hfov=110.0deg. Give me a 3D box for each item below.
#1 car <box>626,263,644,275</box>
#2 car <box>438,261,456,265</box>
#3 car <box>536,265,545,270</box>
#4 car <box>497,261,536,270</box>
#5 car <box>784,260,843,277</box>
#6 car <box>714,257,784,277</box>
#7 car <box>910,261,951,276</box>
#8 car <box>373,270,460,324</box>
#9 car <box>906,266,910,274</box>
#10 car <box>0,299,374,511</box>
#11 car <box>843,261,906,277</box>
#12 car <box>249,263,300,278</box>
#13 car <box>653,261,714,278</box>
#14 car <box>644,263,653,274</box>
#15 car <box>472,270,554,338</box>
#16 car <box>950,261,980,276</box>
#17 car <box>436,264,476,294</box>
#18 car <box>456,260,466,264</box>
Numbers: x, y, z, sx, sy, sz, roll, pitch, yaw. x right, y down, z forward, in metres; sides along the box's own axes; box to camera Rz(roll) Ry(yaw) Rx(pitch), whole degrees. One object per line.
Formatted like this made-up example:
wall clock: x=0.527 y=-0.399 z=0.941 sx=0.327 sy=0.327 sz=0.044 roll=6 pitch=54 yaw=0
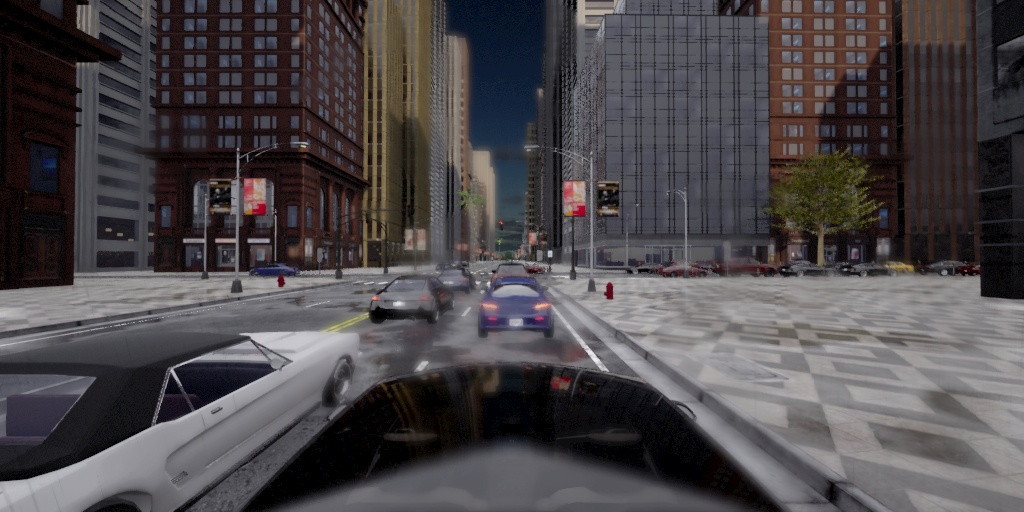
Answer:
car: x=15.138 y=1.410 z=40.652 sx=4.313 sy=1.339 sz=1.948 roll=0 pitch=0 yaw=-1
car: x=-9.904 y=1.543 z=52.818 sx=1.994 sy=1.385 sz=4.181 roll=0 pitch=0 yaw=0
car: x=1.502 y=1.503 z=41.247 sx=1.895 sy=1.301 sz=4.718 roll=0 pitch=-1 yaw=-42
car: x=-0.021 y=1.135 z=19.080 sx=2.097 sy=1.767 sz=4.553 roll=0 pitch=0 yaw=0
car: x=26.555 y=1.273 z=32.318 sx=4.313 sy=1.339 sz=1.948 roll=0 pitch=0 yaw=-1
car: x=20.918 y=1.039 z=32.224 sx=5.009 sy=1.841 sz=2.192 roll=0 pitch=0 yaw=-1
car: x=42.758 y=1.203 z=35.215 sx=4.892 sy=1.490 sz=1.837 roll=0 pitch=-1 yaw=-1
car: x=-3.164 y=1.326 z=12.085 sx=1.994 sy=1.385 sz=4.181 roll=0 pitch=0 yaw=0
car: x=43.161 y=1.292 z=41.122 sx=4.829 sy=1.417 sz=1.751 roll=0 pitch=0 yaw=-1
car: x=-3.155 y=1.351 z=3.262 sx=1.895 sy=1.301 sz=4.718 roll=0 pitch=0 yaw=0
car: x=32.192 y=1.257 z=32.412 sx=4.313 sy=1.339 sz=1.948 roll=0 pitch=0 yaw=-1
car: x=-24.654 y=1.498 z=37.314 sx=4.674 sy=1.442 sz=1.812 roll=0 pitch=-1 yaw=0
car: x=15.279 y=1.325 z=32.129 sx=4.207 sy=1.307 sz=1.802 roll=0 pitch=0 yaw=-1
car: x=17.119 y=1.283 z=37.936 sx=5.008 sy=1.535 sz=1.882 roll=-1 pitch=-1 yaw=-1
car: x=0.094 y=1.284 z=10.095 sx=1.812 sy=1.442 sz=4.674 roll=0 pitch=0 yaw=0
car: x=43.467 y=1.211 z=32.602 sx=4.507 sy=1.381 sz=1.888 roll=0 pitch=0 yaw=-1
car: x=-3.174 y=1.352 z=20.473 sx=1.994 sy=1.385 sz=4.181 roll=0 pitch=0 yaw=0
car: x=-9.893 y=1.543 z=63.103 sx=2.128 sy=1.511 sz=4.902 roll=0 pitch=0 yaw=0
